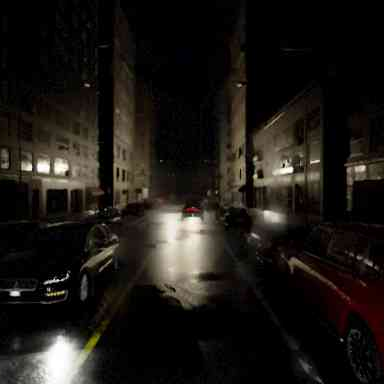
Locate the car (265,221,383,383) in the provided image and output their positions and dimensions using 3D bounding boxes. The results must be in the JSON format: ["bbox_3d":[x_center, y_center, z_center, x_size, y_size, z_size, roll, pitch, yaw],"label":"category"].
[{"bbox_3d":[2.841,1.341,5.155,2.192,1.841,5.009,-1,0,0],"label":"car"}]

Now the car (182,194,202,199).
[{"bbox_3d":[0.048,1.575,45.154,2.097,1.767,4.553,0,0,0],"label":"car"}]

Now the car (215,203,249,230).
[{"bbox_3d":[2.825,1.674,21.742,1.947,1.339,4.313,-1,0,0],"label":"car"}]

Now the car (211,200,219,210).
[{"bbox_3d":[2.818,1.662,27.441,1.752,1.417,4.829,-1,0,0],"label":"car"}]

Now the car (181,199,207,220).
[{"bbox_3d":[0.066,1.651,29.381,1.837,1.490,4.892,0,0,0],"label":"car"}]

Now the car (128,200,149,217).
[{"bbox_3d":[-5.713,1.729,32.779,1.947,1.339,4.313,-1,0,0],"label":"car"}]

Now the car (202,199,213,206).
[{"bbox_3d":[2.781,1.876,60.446,1.802,1.307,4.206,-1,0,0],"label":"car"}]

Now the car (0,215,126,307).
[{"bbox_3d":[-3.091,1.548,8.250,1.837,1.490,4.892,0,-1,0],"label":"car"}]

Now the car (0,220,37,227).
[{"bbox_3d":[-5.688,1.620,10.657,1.947,1.339,4.313,-1,0,0],"label":"car"}]

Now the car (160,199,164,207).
[{"bbox_3d":[-5.732,1.793,49.372,2.008,1.369,4.403,-1,0,0],"label":"car"}]

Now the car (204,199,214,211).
[{"bbox_3d":[2.799,1.760,43.859,1.887,1.381,4.507,-1,0,0],"label":"car"}]

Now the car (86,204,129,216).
[{"bbox_3d":[-5.701,1.660,21.718,2.008,1.369,4.403,-1,0,0],"label":"car"}]

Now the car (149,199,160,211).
[{"bbox_3d":[-5.726,1.761,43.841,1.887,1.381,4.507,-1,0,0],"label":"car"}]

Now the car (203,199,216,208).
[{"bbox_3d":[2.787,1.834,54.917,1.947,1.339,4.313,-1,0,0],"label":"car"}]

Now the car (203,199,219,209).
[{"bbox_3d":[2.793,1.793,49.388,2.008,1.369,4.403,-1,0,0],"label":"car"}]

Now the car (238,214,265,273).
[{"bbox_3d":[2.837,1.619,10.683,1.947,1.339,4.313,-1,0,0],"label":"car"}]

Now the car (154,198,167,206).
[{"bbox_3d":[-5.745,1.860,60.433,1.947,1.339,4.313,-1,0,0],"label":"car"}]

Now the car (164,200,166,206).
[{"bbox_3d":[-5.739,1.813,54.902,1.887,1.381,4.507,-1,0,0],"label":"car"}]
